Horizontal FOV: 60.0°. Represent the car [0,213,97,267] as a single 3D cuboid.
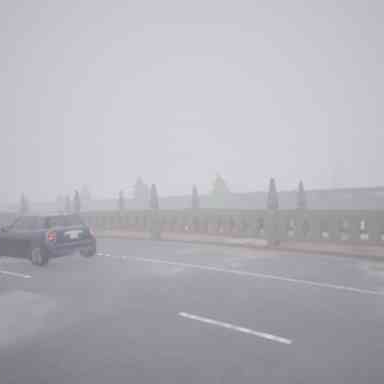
[{"bbox_3d":[-5.665,1.573,12.332,4.553,1.767,2.097,-3,-2,35],"label":"car"}]
